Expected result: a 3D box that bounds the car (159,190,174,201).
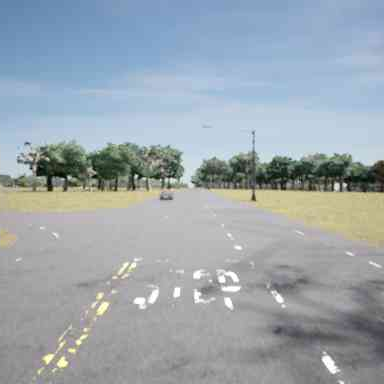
[{"bbox_3d":[-3.706,0.510,48.932,2.128,1.511,4.902,0,1,0],"label":"car"}]
